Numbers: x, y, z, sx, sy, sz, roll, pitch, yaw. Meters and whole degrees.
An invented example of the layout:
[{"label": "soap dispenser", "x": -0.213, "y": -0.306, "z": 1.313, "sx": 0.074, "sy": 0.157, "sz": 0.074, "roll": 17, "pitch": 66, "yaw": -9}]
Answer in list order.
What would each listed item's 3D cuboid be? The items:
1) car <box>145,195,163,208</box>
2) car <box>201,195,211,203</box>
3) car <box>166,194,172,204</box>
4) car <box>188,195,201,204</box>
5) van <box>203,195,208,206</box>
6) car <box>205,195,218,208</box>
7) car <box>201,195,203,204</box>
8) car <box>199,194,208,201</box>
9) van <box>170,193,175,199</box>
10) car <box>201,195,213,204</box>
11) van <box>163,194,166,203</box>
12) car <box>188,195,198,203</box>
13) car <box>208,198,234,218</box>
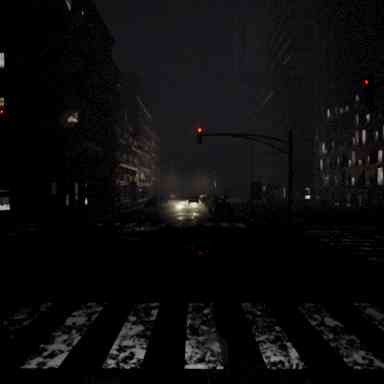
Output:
[{"label": "car", "x": -5.560, "y": 1.549, "z": 46.830, "sx": 1.947, "sy": 1.339, "sz": 4.313, "roll": -1, "pitch": 0, "yaw": 0}, {"label": "car", "x": 2.861, "y": 1.396, "z": 69.420, "sx": 1.967, "sy": 1.590, "sz": 4.097, "roll": -1, "pitch": 0, "yaw": 0}, {"label": "car", "x": -5.508, "y": 1.509, "z": 63.767, "sx": 1.887, "sy": 1.381, "sz": 4.507, "roll": -1, "pitch": 0, "yaw": 0}, {"label": "car", "x": 0.284, "y": 1.473, "z": 60.818, "sx": 1.837, "sy": 1.490, "sz": 4.892, "roll": 0, "pitch": 0, "yaw": 0}, {"label": "van", "x": 2.785, "y": 1.324, "z": 46.837, "sx": 1.690, "sy": 1.788, "sz": 3.998, "roll": -1, "pitch": 0, "yaw": 0}, {"label": "car", "x": 2.751, "y": 1.432, "z": 35.545, "sx": 1.967, "sy": 1.590, "sz": 4.097, "roll": -1, "pitch": 0, "yaw": 0}, {"label": "car", "x": 2.805, "y": 1.522, "z": 52.483, "sx": 1.887, "sy": 1.381, "sz": 4.507, "roll": -1, "pitch": 0, "yaw": 0}, {"label": "car", "x": 2.944, "y": 1.366, "z": 86.358, "sx": 1.967, "sy": 1.590, "sz": 4.097, "roll": -1, "pitch": 0, "yaw": 0}, {"label": "van", "x": -5.476, "y": 1.288, "z": 75.061, "sx": 1.690, "sy": 1.788, "sz": 3.998, "roll": -1, "pitch": 0, "yaw": 0}, {"label": "car", "x": 2.838, "y": 1.404, "z": 63.774, "sx": 1.967, "sy": 1.590, "sz": 4.097, "roll": -1, "pitch": 0, "yaw": 0}, {"label": "van", "x": -5.546, "y": 1.319, "z": 52.475, "sx": 1.690, "sy": 1.788, "sz": 3.998, "roll": -1, "pitch": 0, "yaw": 0}, {"label": "car", "x": 0.241, "y": 1.470, "z": 71.019, "sx": 2.128, "sy": 1.511, "sz": 4.902, "roll": 0, "pitch": 0, "yaw": 0}, {"label": "car", "x": 2.736, "y": 1.540, "z": 29.900, "sx": 1.887, "sy": 1.381, "sz": 4.507, "roll": -1, "pitch": 0, "yaw": 0}]
